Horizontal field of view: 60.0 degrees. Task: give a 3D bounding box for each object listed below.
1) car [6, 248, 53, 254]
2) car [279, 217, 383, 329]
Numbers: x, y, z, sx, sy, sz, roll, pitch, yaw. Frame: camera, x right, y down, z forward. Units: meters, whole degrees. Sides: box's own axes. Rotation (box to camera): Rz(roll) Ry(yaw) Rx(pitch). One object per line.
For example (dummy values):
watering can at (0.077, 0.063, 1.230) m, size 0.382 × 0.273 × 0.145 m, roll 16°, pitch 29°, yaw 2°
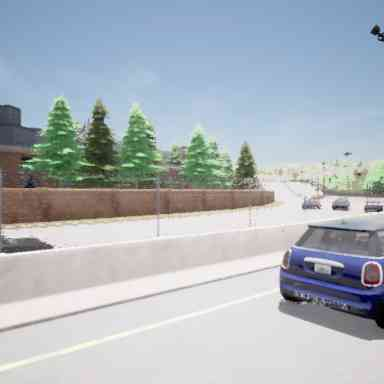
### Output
car at (-6.138, 1.626, 8.322) m, size 4.718 × 1.301 × 1.895 m, roll 0°, pitch 0°, yaw -36°
car at (3.920, 1.350, 7.100) m, size 4.553 × 1.767 × 2.097 m, roll 0°, pitch 0°, yaw -39°
